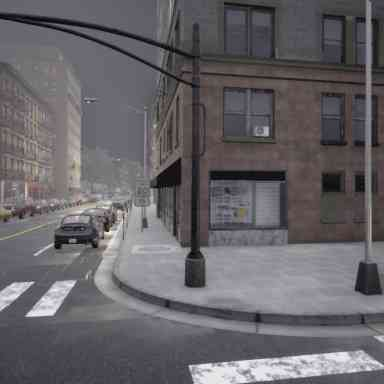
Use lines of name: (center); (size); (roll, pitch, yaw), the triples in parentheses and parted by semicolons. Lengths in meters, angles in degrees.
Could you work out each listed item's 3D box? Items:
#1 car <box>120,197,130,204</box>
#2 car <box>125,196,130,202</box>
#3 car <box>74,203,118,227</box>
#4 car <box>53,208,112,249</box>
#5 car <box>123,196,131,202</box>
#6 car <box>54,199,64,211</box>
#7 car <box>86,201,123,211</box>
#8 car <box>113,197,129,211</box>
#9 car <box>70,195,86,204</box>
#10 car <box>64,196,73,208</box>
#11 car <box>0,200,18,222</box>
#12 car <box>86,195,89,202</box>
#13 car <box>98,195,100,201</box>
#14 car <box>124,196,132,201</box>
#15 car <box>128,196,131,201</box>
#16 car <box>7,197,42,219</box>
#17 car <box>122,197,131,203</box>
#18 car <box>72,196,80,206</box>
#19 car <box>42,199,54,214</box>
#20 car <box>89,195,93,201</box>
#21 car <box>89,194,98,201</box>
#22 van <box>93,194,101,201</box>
car: (-13.863, 1.740, 68.751); (1.887, 1.381, 4.507); (0, 0, -9)
car: (-10.259, 1.690, 47.121); (2.008, 1.369, 4.403); (0, 0, -9)
car: (-5.753, 1.615, 20.084); (1.887, 1.381, 4.507); (0, 0, -9)
car: (-4.852, 1.607, 14.677); (2.008, 1.369, 4.403); (0, 0, -9)
car: (-16.566, 1.790, 84.973); (2.008, 1.369, 4.403); (0, 0, -9)
car: (-17.291, 1.525, 40.392); (1.967, 1.590, 4.097); (0, 0, -9)
car: (-6.654, 1.635, 25.491); (2.008, 1.369, 4.403); (0, 0, -9)
car: (-9.358, 1.676, 41.713); (2.008, 1.369, 4.403); (0, 0, -9)
car: (-19.988, 1.442, 56.616); (2.192, 1.841, 5.009); (0, 0, -9)
car: (-18.191, 1.650, 45.799); (2.008, 1.369, 4.403); (0, 0, -9)
car: (-14.566, 1.569, 24.000); (1.752, 1.417, 4.829); (0, 0, -9)
car: (-20.860, 1.666, 61.855); (1.752, 1.417, 4.829); (0, 0, -9)
car: (-23.584, 1.499, 78.247); (2.192, 1.841, 5.009); (0, 0, -9)
car: (-17.467, 1.819, 90.380); (1.947, 1.339, 4.313); (0, 0, -9)
car: (-11.159, 1.593, 52.529); (1.967, 1.590, 4.097); (0, 0, -9)
car: (-15.492, 1.373, 29.577); (2.192, 1.841, 5.009); (0, 0, -9)
car: (-15.665, 1.806, 79.565); (1.802, 1.307, 4.206); (0, 0, -9)
car: (-19.090, 1.679, 51.207); (1.947, 1.339, 4.313); (0, 0, -9)
car: (-16.392, 1.512, 34.984); (1.967, 1.590, 4.097); (0, 0, -9)
car: (-21.788, 1.737, 67.430); (1.802, 1.307, 4.206); (0, 0, -9)
car: (-22.685, 1.485, 72.839); (2.192, 1.841, 5.009); (0, 0, -9)
van: (-25.383, 1.555, 89.063); (1.690, 1.788, 3.998); (0, 0, -9)
